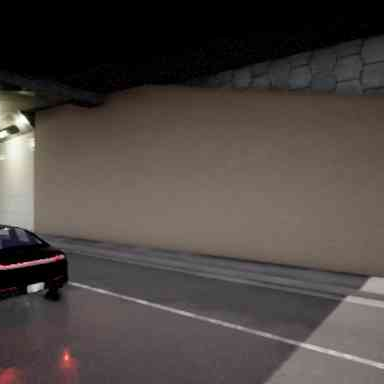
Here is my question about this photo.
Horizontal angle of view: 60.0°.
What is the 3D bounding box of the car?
[{"bbox_3d":[-4.731,1.478,7.326,4.902,1.511,2.128,0,0,36],"label":"car"}]
